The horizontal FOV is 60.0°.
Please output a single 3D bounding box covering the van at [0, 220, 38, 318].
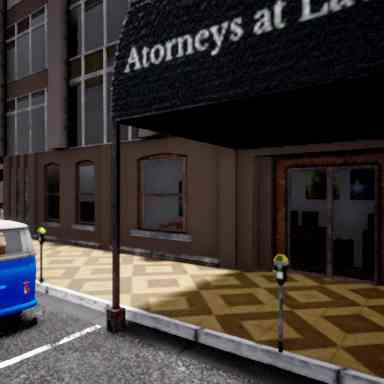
[{"bbox_3d":[-4.540,1.339,6.098,3.998,1.788,1.690,0,0,35],"label":"van"}]
